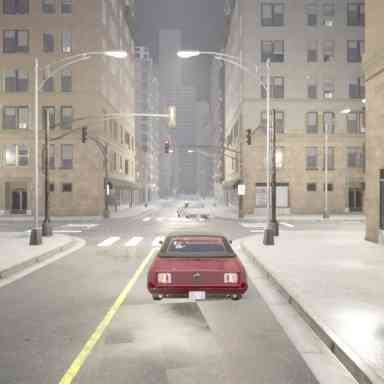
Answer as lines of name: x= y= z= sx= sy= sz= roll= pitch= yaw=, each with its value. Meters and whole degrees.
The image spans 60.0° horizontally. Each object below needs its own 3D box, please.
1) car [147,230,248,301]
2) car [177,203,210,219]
car: x=0.090 y=1.601 z=8.304 sx=1.895 sy=1.301 sz=4.718 roll=0 pitch=0 yaw=0
car: x=0.030 y=1.600 z=28.657 sx=1.895 sy=1.301 sz=4.718 roll=0 pitch=0 yaw=-15
